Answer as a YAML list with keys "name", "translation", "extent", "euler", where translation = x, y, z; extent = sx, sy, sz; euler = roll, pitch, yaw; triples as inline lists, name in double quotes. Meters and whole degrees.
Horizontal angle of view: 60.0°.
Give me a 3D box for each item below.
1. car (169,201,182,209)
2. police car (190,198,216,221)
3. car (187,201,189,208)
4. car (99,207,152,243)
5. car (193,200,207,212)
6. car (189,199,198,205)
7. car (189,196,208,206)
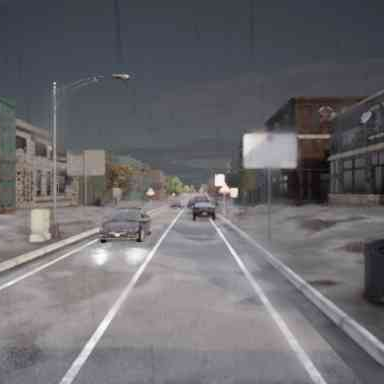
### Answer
- name: "car"
  translation: [-2.861, 2.185, 58.365]
  extent: [1.994, 1.385, 4.181]
  euler: [0, -1, 1]
- name: "police car"
  translation: [0.989, 1.560, 29.050]
  extent: [1.930, 1.638, 5.238]
  euler: [0, -1, 0]
- name: "car"
  translation: [0.202, 2.038, 62.556]
  extent: [2.097, 1.767, 4.553]
  euler: [0, -1, 0]
- name: "car"
  translation: [-3.051, 1.509, 16.073]
  extent: [1.837, 1.490, 4.892]
  euler: [0, 0, 0]
- name: "car"
  translation: [1.039, 1.861, 45.129]
  extent: [1.801, 1.575, 5.366]
  euler: [0, -1, 0]
- name: "car"
  translation: [0.242, 2.253, 77.530]
  extent: [2.033, 1.411, 5.357]
  euler: [0, -1, 0]
- name: "car"
  translation: [1.020, 1.526, 38.972]
  extent: [2.150, 2.045, 5.566]
  euler: [0, -1, 0]
